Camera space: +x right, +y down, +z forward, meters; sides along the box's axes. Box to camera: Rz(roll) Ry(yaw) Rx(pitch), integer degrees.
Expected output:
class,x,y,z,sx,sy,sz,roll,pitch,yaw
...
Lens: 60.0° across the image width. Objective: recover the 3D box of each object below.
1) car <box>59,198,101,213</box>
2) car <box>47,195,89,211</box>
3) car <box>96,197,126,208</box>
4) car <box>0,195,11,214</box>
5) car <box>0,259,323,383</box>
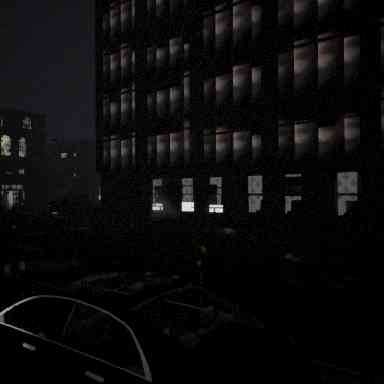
class,x,y,z,sx,sy,sz,roll,pitch,yaw
car,-12.190,1.684,37.264,1.802,1.307,4.206,-1,-1,36
car,-15.581,1.366,42.470,2.150,2.045,5.566,0,-1,37
car,-12.416,1.643,51.170,1.967,1.590,4.097,-1,-1,36
car,-21.696,1.315,34.166,2.150,2.045,5.566,0,-1,36
car,-0.955,1.551,3.557,4.403,1.369,2.008,0,0,35
